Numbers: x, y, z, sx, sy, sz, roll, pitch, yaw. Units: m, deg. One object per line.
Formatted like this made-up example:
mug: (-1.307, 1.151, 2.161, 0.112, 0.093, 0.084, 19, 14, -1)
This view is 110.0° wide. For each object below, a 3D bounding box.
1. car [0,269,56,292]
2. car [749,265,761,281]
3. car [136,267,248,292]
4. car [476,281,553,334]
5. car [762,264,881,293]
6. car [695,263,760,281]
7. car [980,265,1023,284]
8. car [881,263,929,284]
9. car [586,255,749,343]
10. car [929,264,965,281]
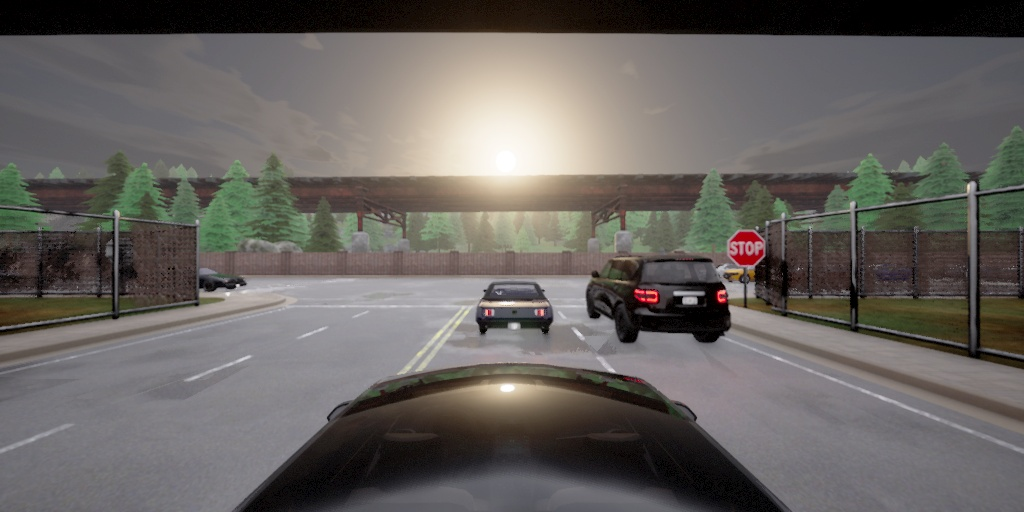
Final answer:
car: (-30.301, 1.430, 21.193, 4.718, 1.301, 1.895, 0, 0, -1)
car: (19.316, 1.334, 28.159, 5.008, 1.535, 1.882, 0, 0, 0)
car: (-18.962, 1.376, 21.306, 5.357, 1.411, 2.033, 0, 0, 0)
car: (0.062, 1.387, 10.771, 1.895, 1.301, 4.718, 0, 0, 0)
car: (18.026, 1.305, 21.089, 5.008, 1.535, 1.882, 0, 0, 2)
car: (18.951, 1.396, 31.643, 4.674, 1.442, 1.812, 0, 0, 0)
car: (39.815, 1.381, 27.994, 4.674, 1.442, 1.812, 0, 0, 1)
car: (28.880, 1.333, 28.090, 5.008, 1.535, 1.882, 0, 0, 0)
car: (3.585, 1.005, 9.916, 2.150, 2.045, 5.566, 0, 0, 0)
car: (39.802, 1.417, 31.499, 5.357, 1.411, 2.033, 0, 0, 1)
